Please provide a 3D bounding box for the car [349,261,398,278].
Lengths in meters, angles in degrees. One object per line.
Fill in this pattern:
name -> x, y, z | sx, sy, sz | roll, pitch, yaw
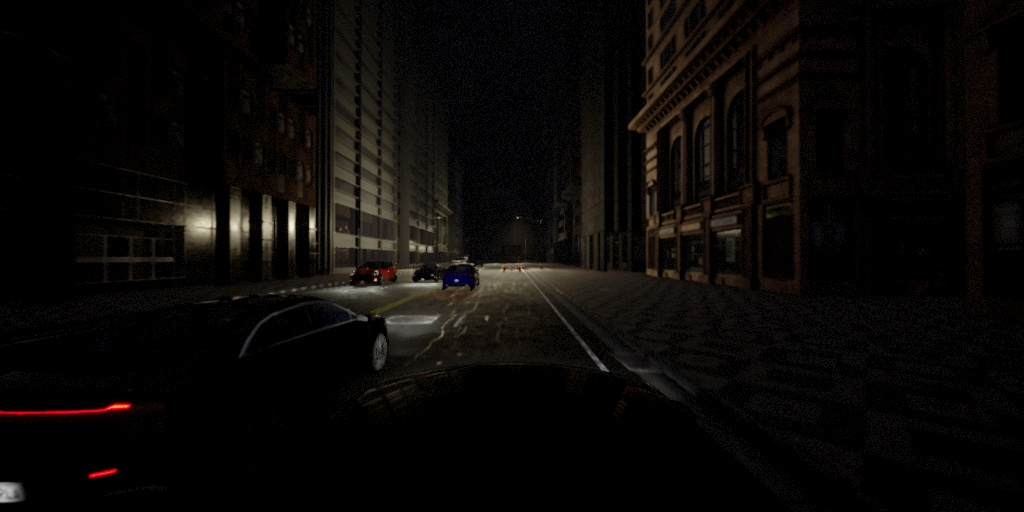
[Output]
car -> -9.856, 1.137, 25.816 | 2.097, 1.767, 4.553 | 0, 0, 0

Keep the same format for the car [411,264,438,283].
car -> -6.609, 1.340, 29.193 | 2.033, 1.411, 5.357 | 0, 0, 0

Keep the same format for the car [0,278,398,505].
car -> -3.152, 1.243, 4.638 | 2.128, 1.511, 4.902 | 0, 0, 0

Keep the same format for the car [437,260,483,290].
car -> -3.170, 1.256, 22.899 | 1.882, 1.535, 5.008 | 0, 0, 0

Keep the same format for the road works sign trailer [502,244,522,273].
road works sign trailer -> -0.019, 0.305, 45.967 | 2.380, 3.560, 2.880 | 0, 0, 0
